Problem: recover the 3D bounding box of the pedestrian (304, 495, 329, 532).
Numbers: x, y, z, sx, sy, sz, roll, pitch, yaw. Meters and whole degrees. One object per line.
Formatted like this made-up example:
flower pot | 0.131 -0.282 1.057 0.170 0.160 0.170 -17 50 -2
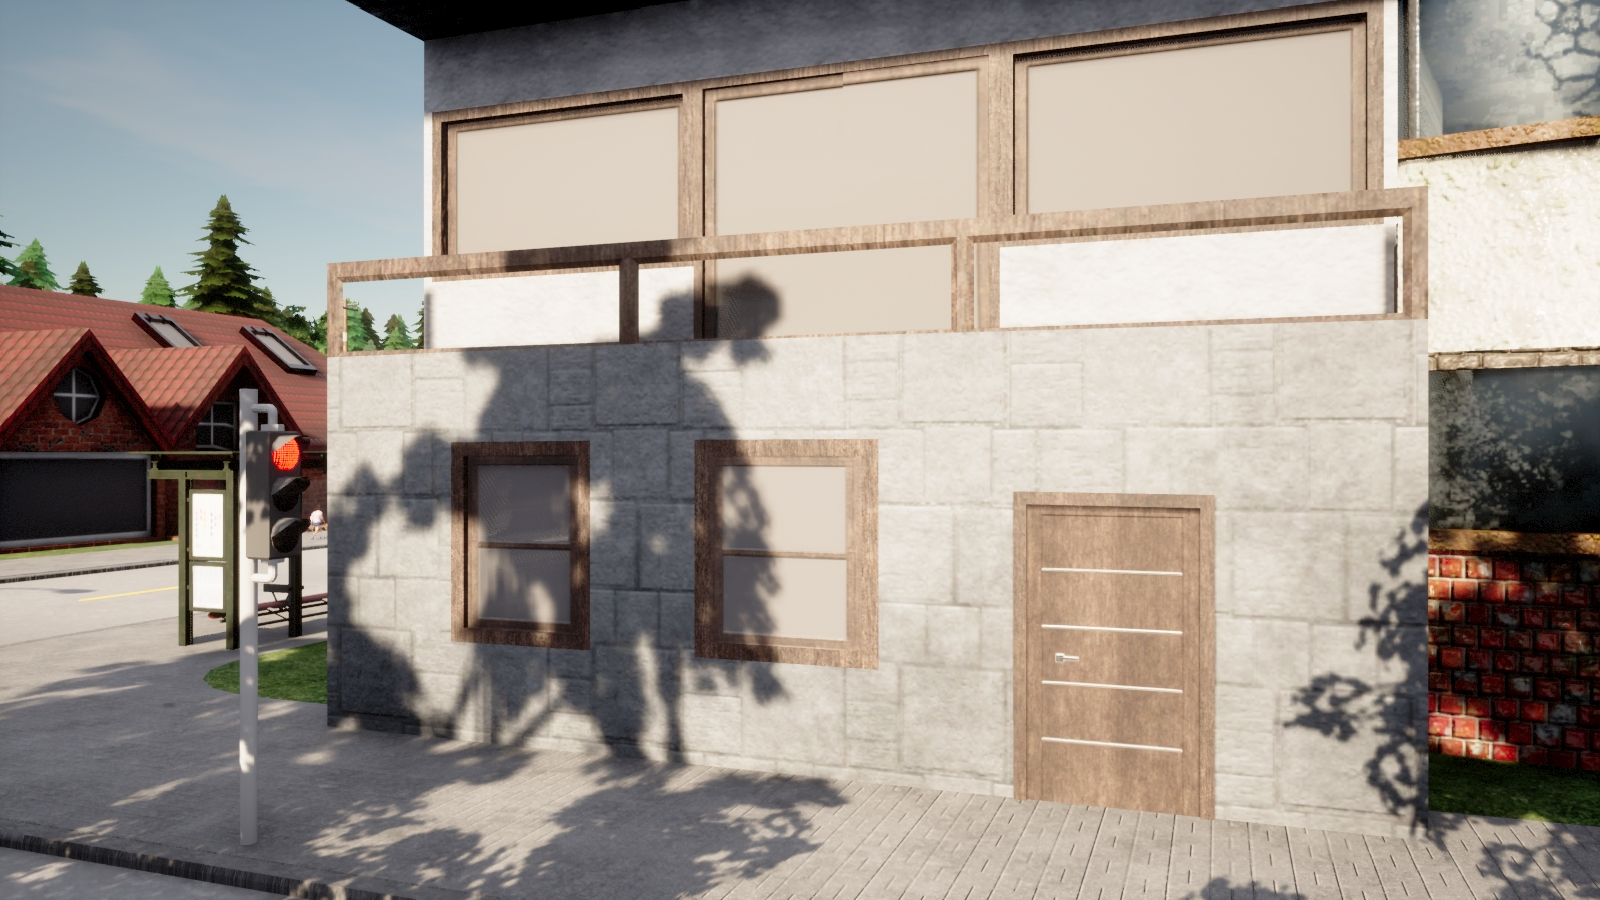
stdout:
pedestrian | -14.523 1.905 34.315 0.500 1.100 0.500 0 0 19
